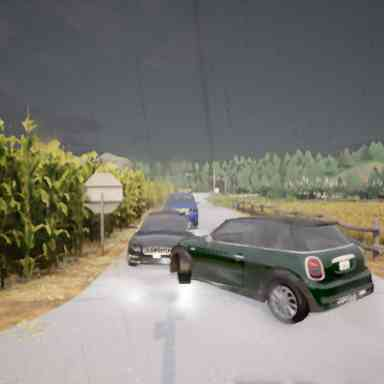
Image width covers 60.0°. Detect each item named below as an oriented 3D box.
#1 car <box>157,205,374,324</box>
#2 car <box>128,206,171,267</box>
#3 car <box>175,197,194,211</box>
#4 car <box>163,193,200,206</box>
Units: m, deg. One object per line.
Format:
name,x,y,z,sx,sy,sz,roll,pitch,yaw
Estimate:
car,1.374,1.308,7.467,2.097,1.767,4.553,-1,0,-37
car,-0.858,1.448,11.295,1.837,1.490,4.892,0,0,2
car,-0.873,1.368,38.406,2.033,1.411,5.357,0,0,-1
car,-0.705,1.115,22.334,2.150,2.045,5.566,0,0,-1
